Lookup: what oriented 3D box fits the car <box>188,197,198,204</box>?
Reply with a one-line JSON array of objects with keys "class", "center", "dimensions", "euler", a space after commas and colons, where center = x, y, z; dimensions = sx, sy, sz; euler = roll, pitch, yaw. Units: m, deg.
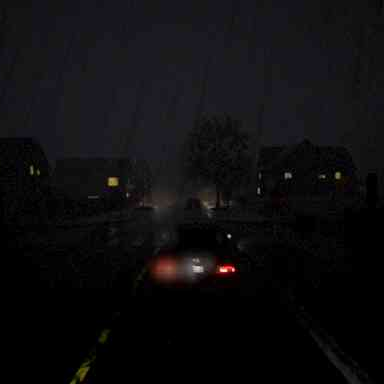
[{"class": "car", "center": [0.178, 1.688, 67.045], "dimensions": [1.895, 1.301, 4.718], "euler": [0, 0, 1]}]

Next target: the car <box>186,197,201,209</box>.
[{"class": "car", "center": [0.181, 1.515, 44.489], "dimensions": [2.128, 1.511, 4.902], "euler": [0, 0, 0]}]

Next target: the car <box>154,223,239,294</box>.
[{"class": "car", "center": [0.138, 1.541, 8.943], "dimensions": [2.033, 1.411, 5.357], "euler": [0, 0, 1]}]
